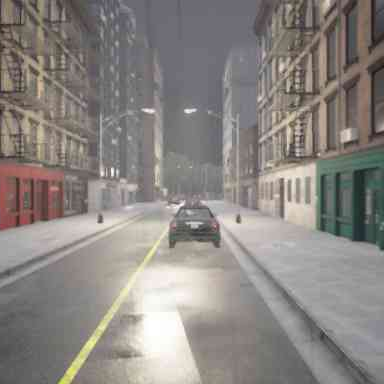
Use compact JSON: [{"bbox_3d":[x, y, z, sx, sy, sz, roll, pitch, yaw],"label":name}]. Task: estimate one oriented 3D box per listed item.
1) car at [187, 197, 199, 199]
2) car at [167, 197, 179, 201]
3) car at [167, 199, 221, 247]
[{"bbox_3d":[0.100,1.374,39.897,2.097,1.767,4.553,0,0,0],"label":"car"},{"bbox_3d":[-3.050,1.509,55.229,1.882,1.535,5.008,0,0,0],"label":"car"},{"bbox_3d":[0.100,1.359,15.172,2.097,1.767,4.553,0,0,0],"label":"car"}]
